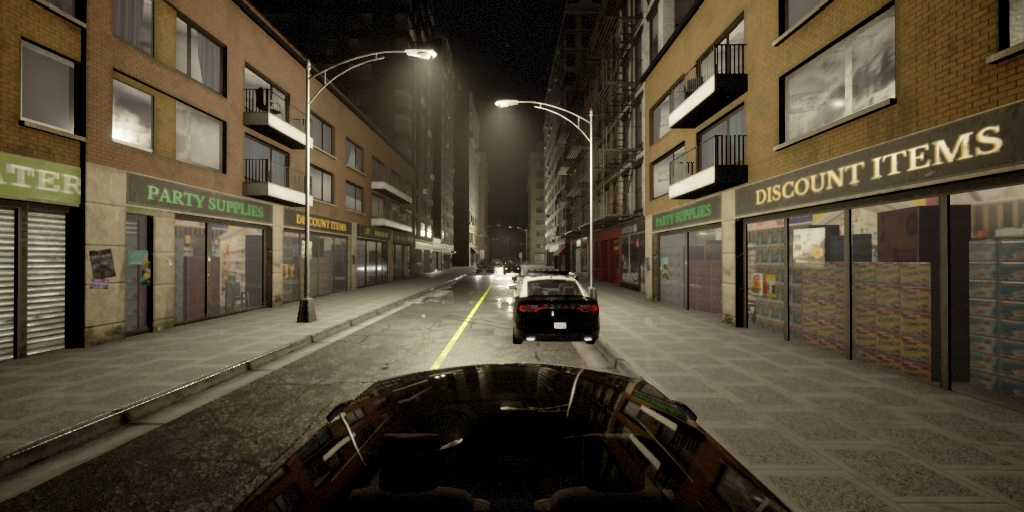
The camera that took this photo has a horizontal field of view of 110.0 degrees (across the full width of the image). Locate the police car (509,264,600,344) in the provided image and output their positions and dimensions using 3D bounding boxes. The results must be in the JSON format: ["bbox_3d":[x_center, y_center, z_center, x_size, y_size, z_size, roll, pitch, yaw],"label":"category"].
[{"bbox_3d":[0.953,1.178,9.702,1.930,1.638,5.238,0,0,0],"label":"police car"}]

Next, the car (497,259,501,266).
[{"bbox_3d":[-2.834,1.313,65.028,1.837,1.490,4.892,0,0,0],"label":"car"}]

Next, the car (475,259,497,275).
[{"bbox_3d":[-2.901,1.298,39.537,1.812,1.442,4.674,0,0,0],"label":"car"}]

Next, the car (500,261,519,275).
[{"bbox_3d":[0.028,1.373,39.283,1.895,1.301,4.718,0,0,0],"label":"car"}]
